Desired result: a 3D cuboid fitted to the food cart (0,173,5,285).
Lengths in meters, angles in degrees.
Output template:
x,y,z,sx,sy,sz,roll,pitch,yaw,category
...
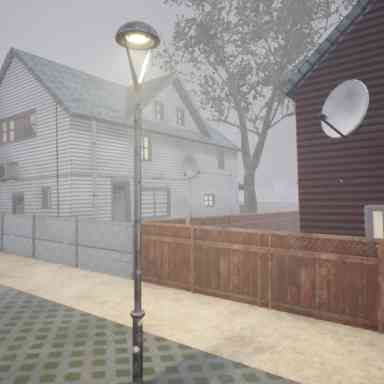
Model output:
x,y,z,sx,sy,sz,roll,pitch,yaw,category
-6.994,0.475,8.175,4.660,3.560,2.280,-2,0,35,food cart
